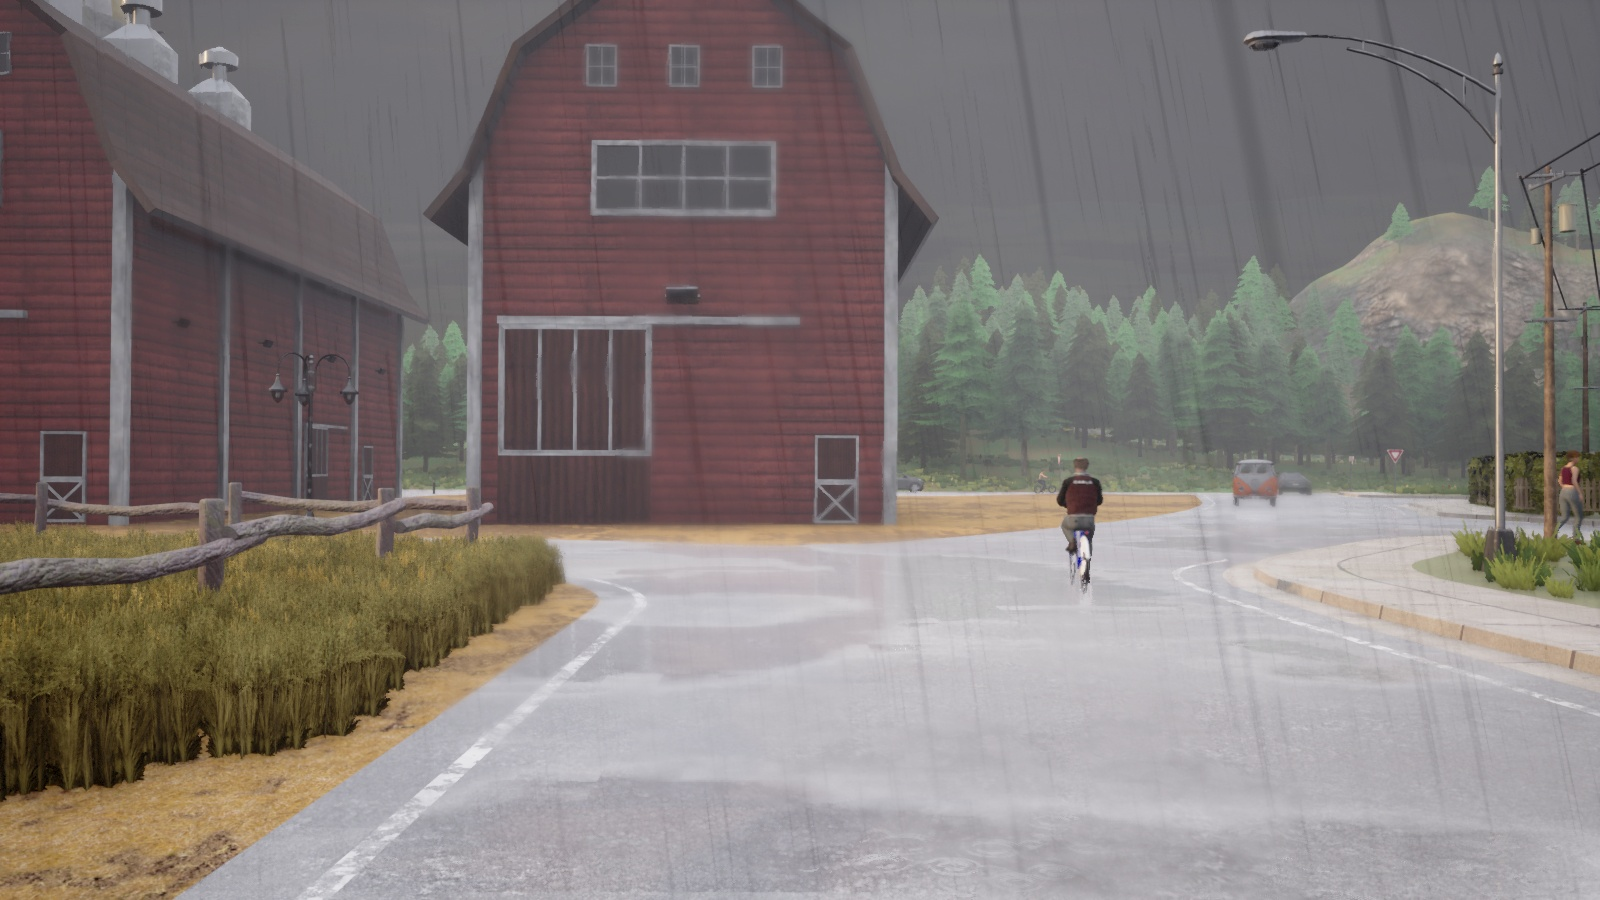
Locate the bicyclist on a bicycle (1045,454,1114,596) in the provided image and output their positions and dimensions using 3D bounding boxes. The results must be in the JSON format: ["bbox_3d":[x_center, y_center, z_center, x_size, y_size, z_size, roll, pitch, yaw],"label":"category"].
[{"bbox_3d":[3.695,0.944,16.723,0.659,1.776,1.843,0,0,5],"label":"bicyclist on a bicycle"}]

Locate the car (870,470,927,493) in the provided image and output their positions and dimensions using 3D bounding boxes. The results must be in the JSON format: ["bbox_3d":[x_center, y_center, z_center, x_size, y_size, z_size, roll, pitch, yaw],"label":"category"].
[{"bbox_3d":[6.492,2.057,83.254,3.633,1.501,1.845,0,-1,0],"label":"car"}]

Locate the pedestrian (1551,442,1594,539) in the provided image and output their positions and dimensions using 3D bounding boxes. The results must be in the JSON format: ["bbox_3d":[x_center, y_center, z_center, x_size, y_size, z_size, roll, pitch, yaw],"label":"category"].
[{"bbox_3d":[14.766,0.772,24.010,0.594,1.836,0.345,0,-1,-8],"label":"pedestrian"}]

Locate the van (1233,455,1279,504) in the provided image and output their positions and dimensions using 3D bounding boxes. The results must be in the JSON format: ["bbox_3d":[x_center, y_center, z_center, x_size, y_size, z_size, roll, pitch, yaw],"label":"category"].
[{"bbox_3d":[19.557,1.241,53.975,1.775,1.987,4.442,-1,-1,19],"label":"van"}]

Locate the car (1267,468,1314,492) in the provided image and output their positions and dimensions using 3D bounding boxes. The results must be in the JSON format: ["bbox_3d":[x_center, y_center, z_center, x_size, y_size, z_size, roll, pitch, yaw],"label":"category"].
[{"bbox_3d":[30.051,1.816,77.043,1.994,1.385,4.181,-1,-1,12],"label":"car"}]
